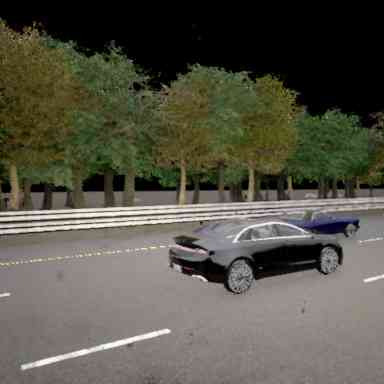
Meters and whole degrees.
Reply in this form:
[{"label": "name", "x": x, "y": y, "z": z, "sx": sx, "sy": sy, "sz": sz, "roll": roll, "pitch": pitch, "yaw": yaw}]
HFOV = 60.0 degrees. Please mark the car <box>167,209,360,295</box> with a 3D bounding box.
[{"label": "car", "x": 1.757, "y": 1.392, "z": 8.453, "sx": 4.902, "sy": 1.511, "sz": 2.128, "roll": -1, "pitch": 1, "yaw": -31}]
